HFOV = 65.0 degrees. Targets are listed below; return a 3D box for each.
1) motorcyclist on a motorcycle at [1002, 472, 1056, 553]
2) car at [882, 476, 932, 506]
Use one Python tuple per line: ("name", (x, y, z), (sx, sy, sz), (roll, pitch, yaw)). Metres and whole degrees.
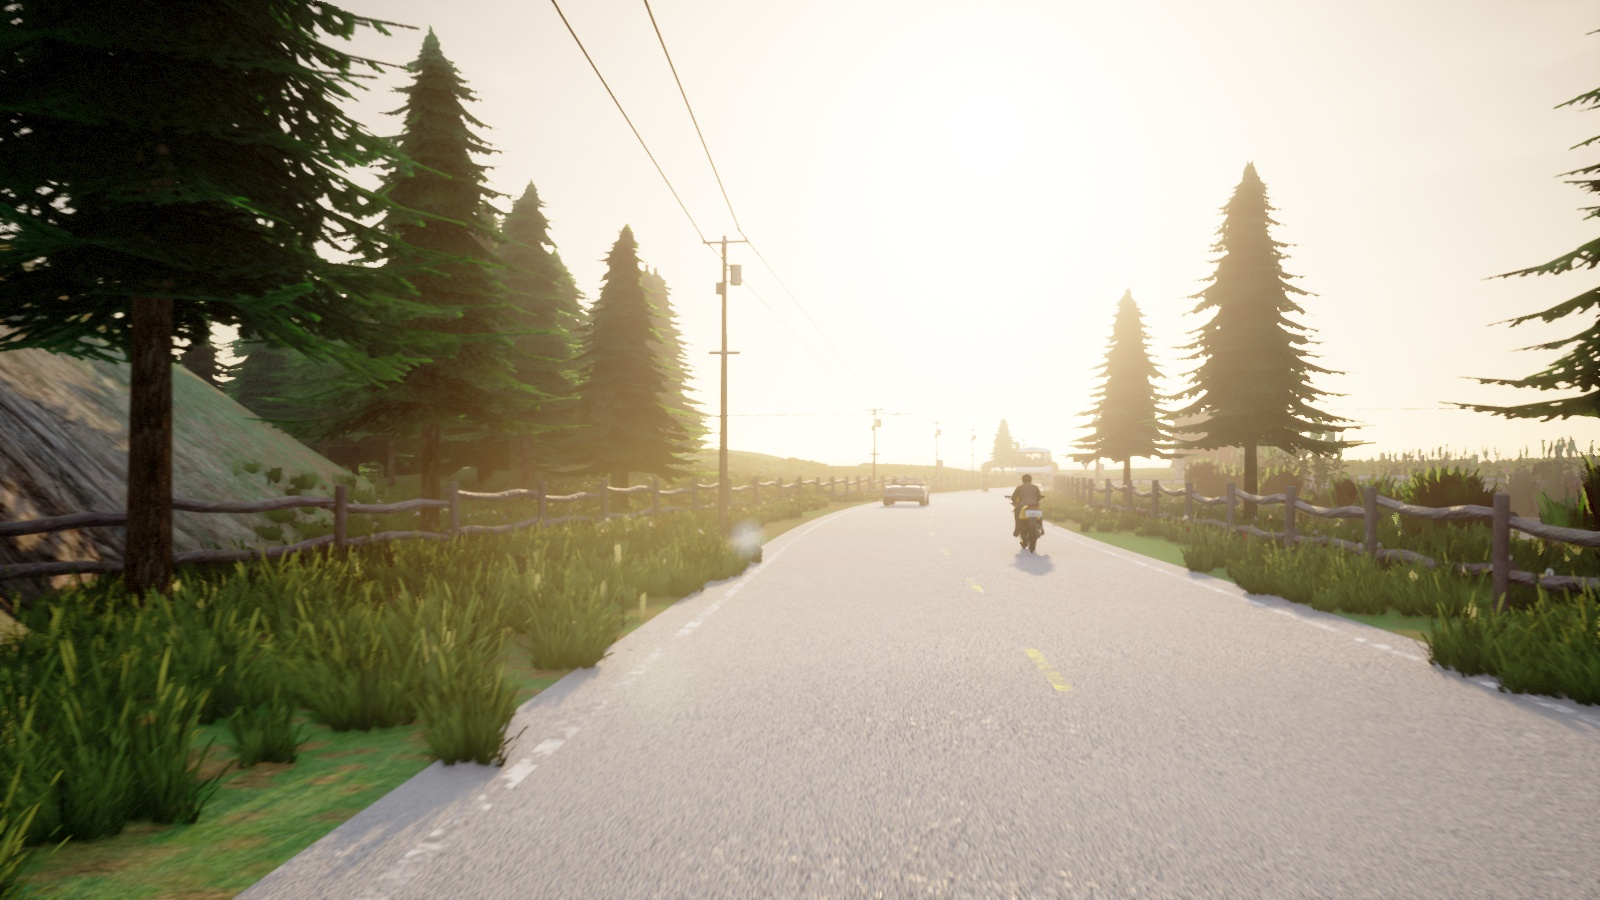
("motorcyclist on a motorcycle", (4.467, 1.194, 24.630), (0.797, 1.523, 2.044), (0, -1, 4))
("car", (4.933, 1.861, 57.502), (1.895, 1.301, 4.718), (0, -1, 9))
